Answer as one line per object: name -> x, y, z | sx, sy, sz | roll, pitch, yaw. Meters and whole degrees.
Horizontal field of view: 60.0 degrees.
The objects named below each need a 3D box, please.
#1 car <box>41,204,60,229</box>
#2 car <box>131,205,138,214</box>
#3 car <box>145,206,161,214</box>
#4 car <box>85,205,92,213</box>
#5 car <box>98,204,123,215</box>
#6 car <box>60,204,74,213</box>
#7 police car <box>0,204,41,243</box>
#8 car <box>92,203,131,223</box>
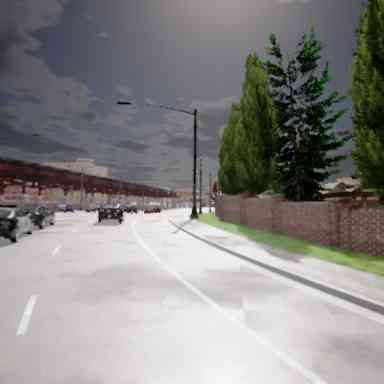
car -> -10.184, 1.533, 21.530 | 1.837, 1.490, 4.892 | 1, -1, -11
car -> -10.227, 2.824, 54.410 | 1.837, 1.490, 4.892 | 1, -3, 7
car -> -6.445, 2.986, 55.296 | 1.994, 1.385, 4.181 | 0, -3, 8
car -> -16.708, 2.874, 57.300 | 1.837, 1.490, 4.892 | 0, -3, 7
car -> -10.847, 2.343, 44.373 | 1.994, 1.385, 4.181 | 1, -3, 5
car -> -20.659, 2.638, 53.442 | 1.812, 1.442, 4.674 | 0, -3, 6
police car -> -8.975, 1.404, 16.004 | 1.930, 1.638, 5.238 | 1, -1, -14
car -> -6.478, 1.676, 27.341 | 2.128, 1.511, 4.902 | 1, -1, -7
